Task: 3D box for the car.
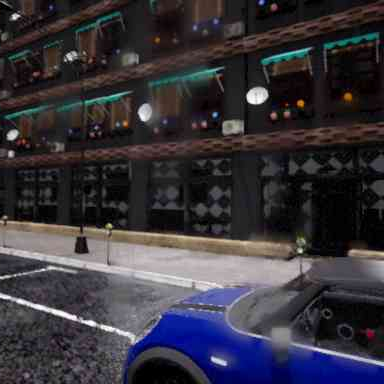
[{"bbox_3d":[1.539,1.432,3.072,4.553,1.767,2.097,0,-1,32],"label":"car"}]
